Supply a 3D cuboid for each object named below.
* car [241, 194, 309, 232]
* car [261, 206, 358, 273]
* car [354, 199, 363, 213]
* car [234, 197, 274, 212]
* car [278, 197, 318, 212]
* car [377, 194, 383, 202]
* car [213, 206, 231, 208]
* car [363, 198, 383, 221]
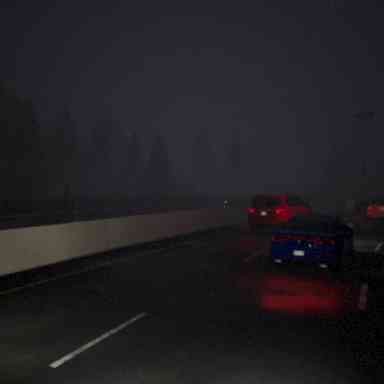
[{"bbox_3d":[5.143,1.136,18.773,2.150,2.045,5.566,0,1,36],"label":"car"},{"bbox_3d":[4.031,1.425,10.767,1.882,1.535,5.008,0,0,30],"label":"car"},{"bbox_3d":[17.956,1.309,33.200,5.008,1.535,1.882,0,0,-43],"label":"car"},{"bbox_3d":[7.052,1.323,37.499,4.902,1.511,2.128,0,0,-45],"label":"car"},{"bbox_3d":[11.951,1.315,37.400,4.902,1.511,2.128,0,0,-43],"label":"car"},{"bbox_3d":[37.647,1.133,63.015,4.892,1.490,1.837,0,0,-25],"label":"car"},{"bbox_3d":[4.609,1.177,39.979,4.553,1.767,2.097,0,0,-45],"label":"car"},{"bbox_3d":[14.874,1.222,25.160,2.097,1.767,4.553,0,0,42],"label":"car"}]
